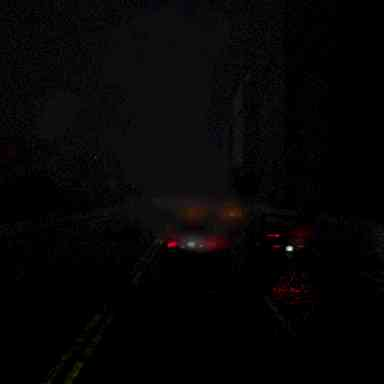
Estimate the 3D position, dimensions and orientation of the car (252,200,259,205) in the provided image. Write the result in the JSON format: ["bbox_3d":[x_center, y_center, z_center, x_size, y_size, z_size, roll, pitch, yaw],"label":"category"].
[{"bbox_3d":[16.431,2.292,78.892,4.313,1.339,1.947,0,-1,0],"label":"car"}]

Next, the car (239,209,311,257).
[{"bbox_3d":[3.279,1.636,13.510,1.837,1.490,4.892,0,0,1],"label":"car"}]

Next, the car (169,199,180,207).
[{"bbox_3d":[-3.228,2.089,62.253,1.812,1.442,4.674,0,-1,0],"label":"car"}]

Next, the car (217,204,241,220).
[{"bbox_3d":[3.298,1.752,29.262,1.882,1.535,5.008,0,0,1],"label":"car"}]

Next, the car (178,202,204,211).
[{"bbox_3d":[0.048,1.752,29.255,1.882,1.535,5.008,0,0,1],"label":"car"}]

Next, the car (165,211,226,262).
[{"bbox_3d":[0.017,1.668,12.541,2.033,1.411,5.357,0,-1,0],"label":"car"}]

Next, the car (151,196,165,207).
[{"bbox_3d":[-6.465,1.802,63.602,2.150,2.045,5.566,0,-1,0],"label":"car"}]
